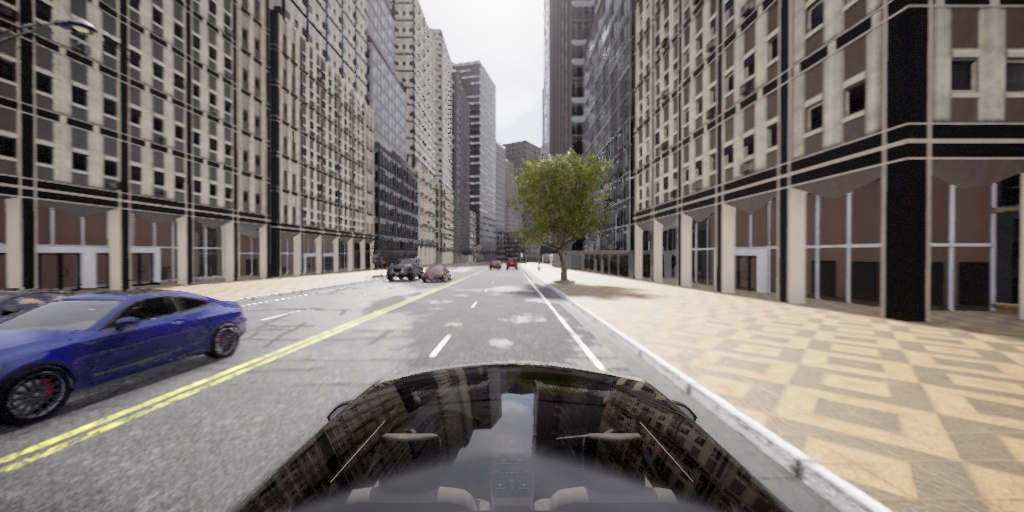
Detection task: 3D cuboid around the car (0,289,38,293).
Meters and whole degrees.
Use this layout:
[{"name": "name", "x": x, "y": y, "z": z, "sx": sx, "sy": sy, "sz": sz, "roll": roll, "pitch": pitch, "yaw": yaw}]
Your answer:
[{"name": "car", "x": -9.847, "y": 1.355, "z": 6.837, "sx": 1.994, "sy": 1.385, "sz": 4.181, "roll": 0, "pitch": -1, "yaw": 0}]

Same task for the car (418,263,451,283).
[{"name": "car", "x": -6.546, "y": 1.529, "z": 31.536, "sx": 1.812, "sy": 1.442, "sz": 4.674, "roll": 0, "pitch": -1, "yaw": 1}]

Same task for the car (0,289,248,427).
[{"name": "car", "x": -6.597, "y": 1.309, "z": 5.870, "sx": 1.812, "sy": 1.442, "sz": 4.674, "roll": 0, "pitch": -1, "yaw": 0}]

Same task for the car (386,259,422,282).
[{"name": "car", "x": -9.779, "y": 1.244, "z": 33.318, "sx": 2.150, "sy": 2.045, "sz": 5.566, "roll": 0, "pitch": -1, "yaw": 0}]
